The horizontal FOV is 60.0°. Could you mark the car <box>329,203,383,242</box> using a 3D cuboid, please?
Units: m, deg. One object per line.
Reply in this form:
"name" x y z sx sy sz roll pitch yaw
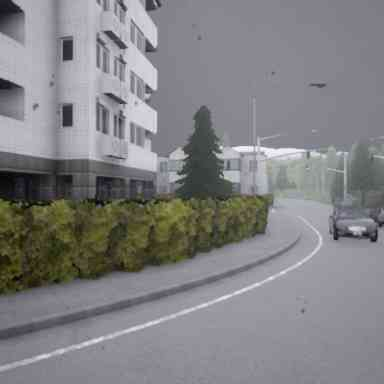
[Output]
"car" 8.054 1.553 16.895 2.128 1.511 4.902 0 0 19
